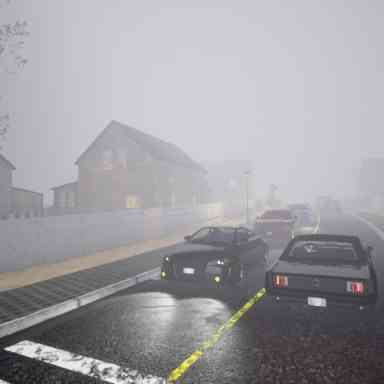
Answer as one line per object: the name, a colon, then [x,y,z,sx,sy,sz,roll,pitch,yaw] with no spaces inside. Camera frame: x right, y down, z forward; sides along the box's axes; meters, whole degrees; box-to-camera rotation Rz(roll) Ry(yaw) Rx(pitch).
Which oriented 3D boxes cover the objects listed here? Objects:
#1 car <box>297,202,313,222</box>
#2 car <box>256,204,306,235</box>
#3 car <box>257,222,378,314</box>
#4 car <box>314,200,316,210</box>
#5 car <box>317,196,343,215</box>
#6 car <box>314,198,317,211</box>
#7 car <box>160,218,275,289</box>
car: [8.351,1.680,26.328,1.882,1.535,5.008,-2,-1,22]
car: [4.557,1.631,17.468,1.882,1.535,5.008,-2,-1,24]
car: [3.174,1.630,7.771,1.895,1.301,4.718,-2,-1,27]
car: [12.030,1.827,35.938,2.033,1.411,5.357,-2,-1,20]
car: [15.347,1.575,36.842,2.097,1.767,4.553,-2,-1,19]
car: [18.266,1.554,46.158,2.150,2.045,5.566,-1,-1,16]
car: [0.819,1.687,9.631,1.994,1.385,4.181,-2,-1,27]
